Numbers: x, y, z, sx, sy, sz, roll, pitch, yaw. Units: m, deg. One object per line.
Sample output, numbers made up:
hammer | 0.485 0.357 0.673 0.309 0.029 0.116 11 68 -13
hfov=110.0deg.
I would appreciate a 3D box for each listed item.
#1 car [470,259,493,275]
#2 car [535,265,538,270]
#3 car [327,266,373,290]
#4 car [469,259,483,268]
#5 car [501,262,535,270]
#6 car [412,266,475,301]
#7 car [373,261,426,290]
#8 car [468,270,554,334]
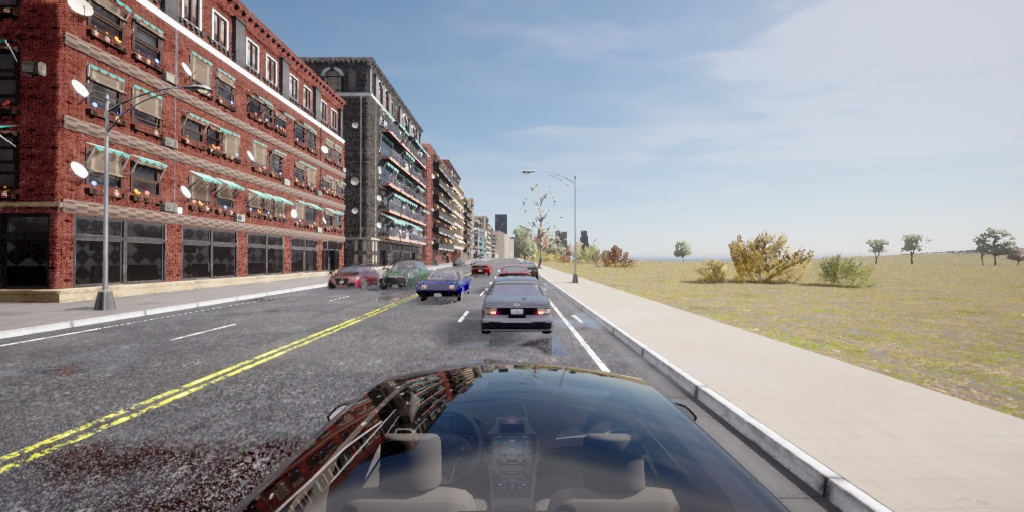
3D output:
car | -3.058 1.231 37.069 1.882 1.535 5.008 0 0 0
car | 1.210 1.232 30.573 1.882 1.535 5.008 0 0 0
car | -9.798 1.317 22.613 1.994 1.385 4.181 0 0 0
car | -6.388 1.299 64.354 2.033 1.411 5.357 0 0 1
car | 0.151 1.231 21.136 1.882 1.535 5.008 0 0 0
car | -3.113 1.353 17.365 1.895 1.301 4.718 0 0 0
car | -6.549 1.105 22.298 2.097 1.767 4.553 0 0 0
car | 0.121 1.299 10.596 2.033 1.411 5.357 0 0 0
